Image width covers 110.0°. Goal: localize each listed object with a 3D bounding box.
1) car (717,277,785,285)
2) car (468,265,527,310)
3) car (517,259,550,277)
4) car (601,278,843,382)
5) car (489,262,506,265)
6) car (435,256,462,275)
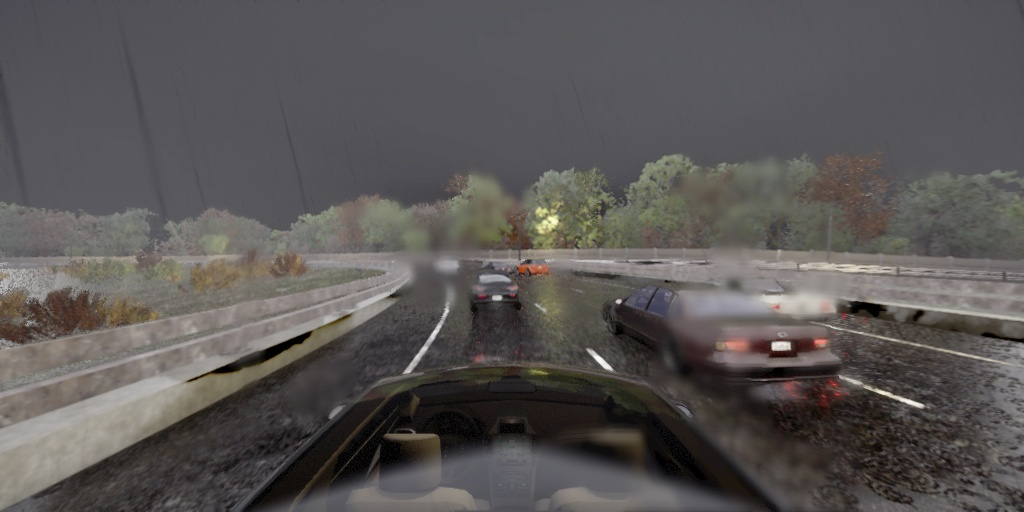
[{"bbox_3d":[6.683,1.268,10.811,1.895,1.301,4.718,-1,0,-5],"label":"car"},{"bbox_3d":[-0.784,1.273,14.581,1.812,1.442,4.674,0,0,-7],"label":"car"},{"bbox_3d":[1.938,1.051,34.813,2.097,1.767,4.553,-1,0,-17],"label":"car"},{"bbox_3d":[3.458,1.254,7.315,2.033,1.411,5.357,-1,0,-4],"label":"car"},{"bbox_3d":[-1.597,1.286,34.949,2.033,1.411,5.357,-1,0,-19],"label":"car"},{"bbox_3d":[-7.134,1.018,39.957,2.150,2.045,5.566,0,0,-22],"label":"car"}]
